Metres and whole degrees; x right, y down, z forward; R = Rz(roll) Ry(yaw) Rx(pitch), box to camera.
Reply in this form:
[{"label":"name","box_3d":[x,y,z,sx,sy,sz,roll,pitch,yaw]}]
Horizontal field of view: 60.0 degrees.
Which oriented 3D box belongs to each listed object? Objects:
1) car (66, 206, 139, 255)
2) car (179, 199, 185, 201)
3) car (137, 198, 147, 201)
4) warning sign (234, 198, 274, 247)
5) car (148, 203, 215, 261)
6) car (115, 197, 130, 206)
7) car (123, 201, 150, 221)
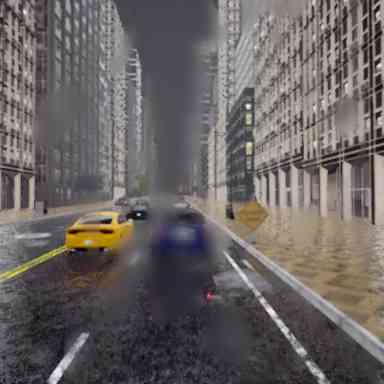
[{"label":"car","box_3d":[-3.614,1.561,13.851,1.882,1.535,5.008,0,0,-2]},{"label":"car","box_3d":[-0.980,1.651,29.003,1.882,1.535,5.008,0,0,-2]},{"label":"car","box_3d":[-8.769,1.848,57.771,2.128,1.511,4.902,0,0,-2]},{"label":"warning sign","box_3d":[2.445,1.191,13.282,1.300,1.860,1.060,-1,-1,-2]},{"label":"car","box_3d":[-0.328,1.427,12.827,2.097,1.767,4.553,0,0,-2]},{"label":"car","box_3d":[-12.016,1.710,57.728,2.097,1.767,4.553,0,0,-2]},{"label":"car","box_3d":[-4.191,1.733,27.765,1.994,1.385,4.181,0,0,-2]}]
